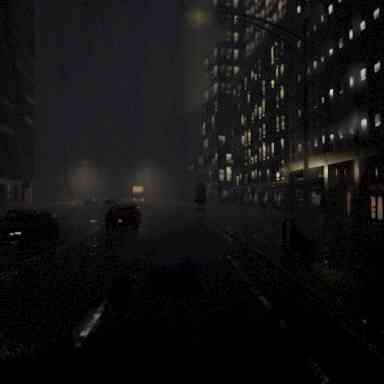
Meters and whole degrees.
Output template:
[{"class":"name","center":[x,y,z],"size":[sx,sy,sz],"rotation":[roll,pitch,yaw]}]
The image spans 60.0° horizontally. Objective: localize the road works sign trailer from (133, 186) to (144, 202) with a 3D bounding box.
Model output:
[{"class":"road works sign trailer","center":[-12.048,0.458,74.110],"size":[2.380,3.560,2.880],"rotation":[0,0,-19]}]

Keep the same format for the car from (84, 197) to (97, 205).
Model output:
[{"class":"car","center":[-17.099,1.508,56.230],"size":[2.033,1.411,5.357],"rotation":[0,0,-14]}]

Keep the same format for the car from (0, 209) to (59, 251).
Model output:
[{"class":"car","center":[-7.170,1.491,14.115],"size":[2.128,1.511,4.902],"rotation":[0,0,-4]}]

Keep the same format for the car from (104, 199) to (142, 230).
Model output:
[{"class":"car","center":[-4.280,1.476,21.205],"size":[1.882,1.535,5.008],"rotation":[0,0,-5]}]

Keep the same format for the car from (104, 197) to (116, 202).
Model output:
[{"class":"car","center":[-13.502,1.537,55.094],"size":[1.994,1.385,4.181],"rotation":[0,0,-13]}]
